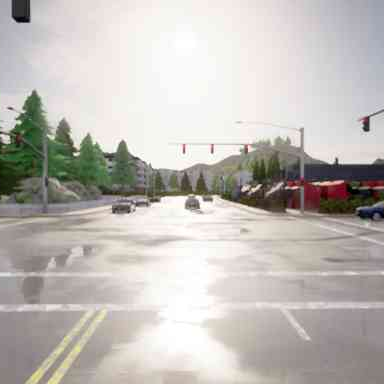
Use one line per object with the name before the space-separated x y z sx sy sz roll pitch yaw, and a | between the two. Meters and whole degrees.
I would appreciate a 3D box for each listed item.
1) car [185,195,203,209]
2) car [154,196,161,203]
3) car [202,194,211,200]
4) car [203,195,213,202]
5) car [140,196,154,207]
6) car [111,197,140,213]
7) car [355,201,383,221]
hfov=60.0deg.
car | 0.038 1.440 44.086 1.994 1.385 4.181 0 0 0
car | -7.108 1.421 64.108 1.895 1.301 4.718 0 0 0
car | 3.389 1.257 78.802 1.895 1.301 4.718 0 0 0
car | 3.402 1.397 69.893 1.895 1.301 4.718 0 0 0
car | -7.153 1.388 48.985 1.812 1.442 4.674 0 0 0
car | -7.168 1.405 35.304 1.837 1.490 4.892 0 0 1
car | 14.908 1.352 24.916 5.008 1.535 1.882 0 0 0
